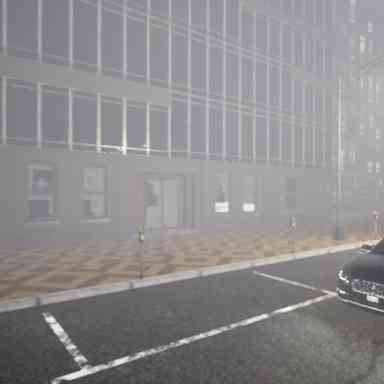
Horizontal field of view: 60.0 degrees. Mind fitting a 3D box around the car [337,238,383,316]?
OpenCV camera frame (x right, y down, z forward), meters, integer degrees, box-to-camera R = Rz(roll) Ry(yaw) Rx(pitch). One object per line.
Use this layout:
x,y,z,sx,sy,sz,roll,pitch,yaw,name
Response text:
4.967,1.523,6.922,4.892,1.490,1.837,0,0,-36,car
